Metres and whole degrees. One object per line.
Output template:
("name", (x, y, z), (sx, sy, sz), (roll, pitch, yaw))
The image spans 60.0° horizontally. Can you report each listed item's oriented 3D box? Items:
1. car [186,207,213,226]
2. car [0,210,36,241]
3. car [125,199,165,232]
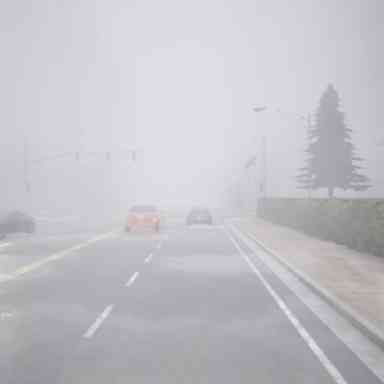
("car", (0.569, 1.849, 25.981), (1.994, 1.385, 4.181), (0, -1, 1))
("car", (-10.225, 1.712, 18.025), (1.812, 1.442, 4.674), (0, -1, 2))
("car", (-3.009, 1.590, 22.046), (2.097, 1.767, 4.553), (0, -1, 1))
